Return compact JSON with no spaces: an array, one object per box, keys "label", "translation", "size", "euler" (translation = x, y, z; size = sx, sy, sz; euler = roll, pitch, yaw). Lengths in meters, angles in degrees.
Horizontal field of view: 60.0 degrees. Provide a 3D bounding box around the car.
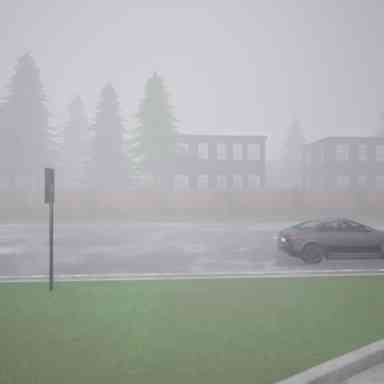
[{"label":"car","translation":[5.022,1.563,11.216],"size":[4.181,1.385,1.994],"euler":[0,0,-5]}]
